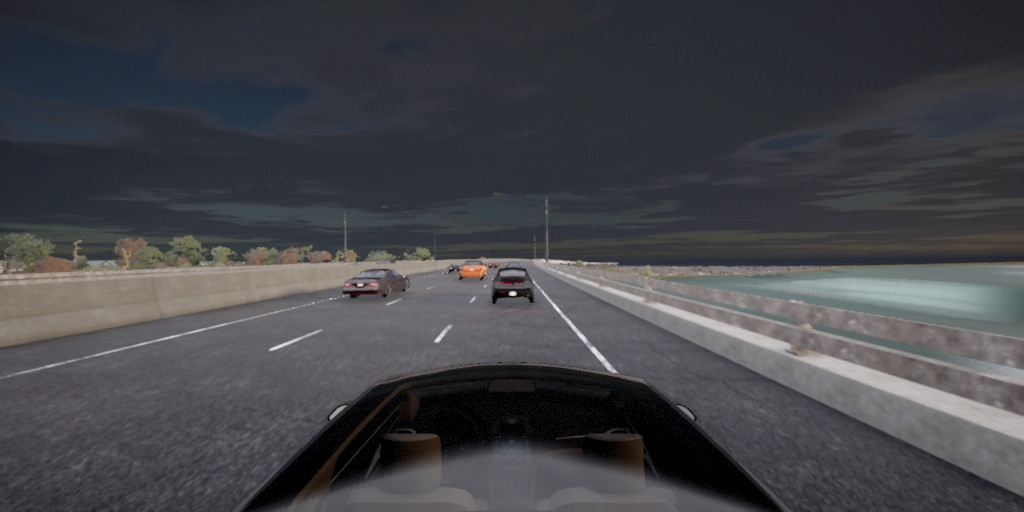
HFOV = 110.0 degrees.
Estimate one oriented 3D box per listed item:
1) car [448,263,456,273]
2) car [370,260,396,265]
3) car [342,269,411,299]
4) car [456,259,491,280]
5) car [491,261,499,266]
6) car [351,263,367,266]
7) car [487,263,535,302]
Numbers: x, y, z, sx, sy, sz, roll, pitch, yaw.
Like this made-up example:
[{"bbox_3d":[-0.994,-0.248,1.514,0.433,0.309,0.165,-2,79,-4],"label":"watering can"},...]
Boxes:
[{"bbox_3d":[-6.743,1.486,45.342,1.895,1.301,4.718,-1,0,1],"label":"car"},{"bbox_3d":[-17.291,1.359,49.453,2.097,1.767,4.553,-1,0,1],"label":"car"},{"bbox_3d":[-6.968,1.385,18.975,2.033,1.411,5.357,-1,0,0],"label":"car"},{"bbox_3d":[-3.397,1.174,32.445,2.097,1.767,4.553,-1,0,0],"label":"car"},{"bbox_3d":[-2.924,1.482,60.913,1.895,1.301,4.718,-1,0,1],"label":"car"},{"bbox_3d":[-20.761,1.649,50.458,1.895,1.301,4.718,-1,0,1],"label":"car"},{"bbox_3d":[0.037,1.268,16.951,1.837,1.490,4.892,-1,0,0],"label":"car"}]
